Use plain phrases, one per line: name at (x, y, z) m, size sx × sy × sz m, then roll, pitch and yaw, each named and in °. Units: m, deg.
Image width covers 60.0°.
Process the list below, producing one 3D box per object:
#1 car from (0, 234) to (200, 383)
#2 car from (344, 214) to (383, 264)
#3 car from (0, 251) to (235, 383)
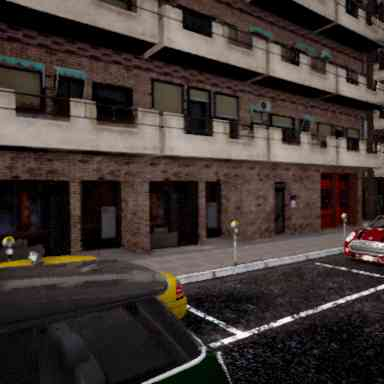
car at (-2.364, 1.525, 4.424) m, size 4.829 × 1.417 × 1.752 m, roll 0°, pitch -1°, yaw -35°
car at (6.811, 1.422, 10.965) m, size 4.097 × 1.590 × 1.967 m, roll 0°, pitch -1°, yaw -35°
car at (-1.880, 1.353, 1.731) m, size 4.553 × 1.767 × 2.097 m, roll 0°, pitch 0°, yaw -35°
